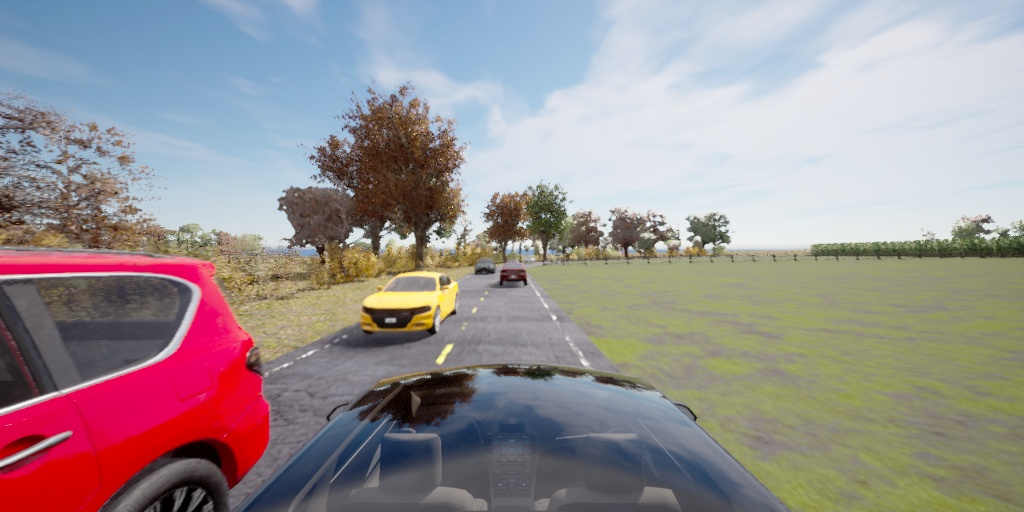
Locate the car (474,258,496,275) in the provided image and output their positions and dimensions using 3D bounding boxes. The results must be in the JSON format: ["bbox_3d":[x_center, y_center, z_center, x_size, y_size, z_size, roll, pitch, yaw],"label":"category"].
[{"bbox_3d":[-2.827,1.068,38.655,2.097,1.767,4.553,0,0,0],"label":"car"}]

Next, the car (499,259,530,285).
[{"bbox_3d":[0.093,1.219,26.147,1.882,1.535,5.008,0,0,0],"label":"car"}]

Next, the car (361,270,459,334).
[{"bbox_3d":[-2.808,1.229,10.841,1.882,1.535,5.008,0,0,0],"label":"car"}]

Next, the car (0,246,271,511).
[{"bbox_3d":[-2.844,0.972,0.312,2.150,2.045,5.566,0,0,0],"label":"car"}]
